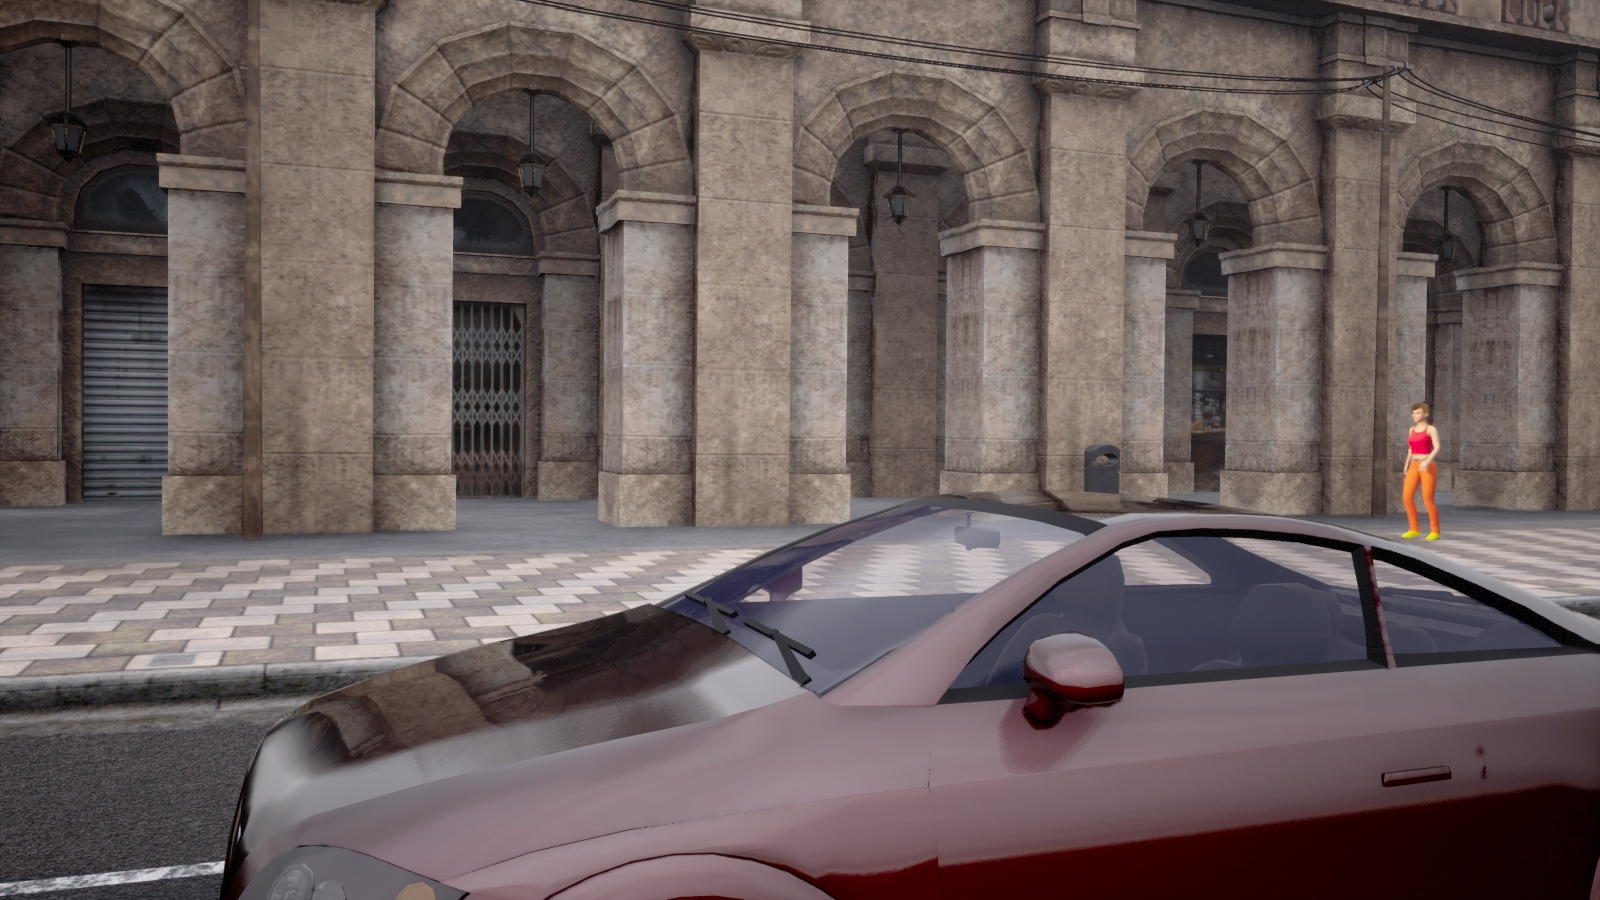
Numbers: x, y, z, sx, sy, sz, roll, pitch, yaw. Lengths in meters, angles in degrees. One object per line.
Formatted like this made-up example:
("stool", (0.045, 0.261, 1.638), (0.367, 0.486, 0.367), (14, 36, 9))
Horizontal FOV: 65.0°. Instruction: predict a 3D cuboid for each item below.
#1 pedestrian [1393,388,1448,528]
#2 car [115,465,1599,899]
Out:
("pedestrian", (8.268, 0.093, 16.732), (0.594, 1.836, 0.345), (-1, 1, -21))
("car", (0.623, 0.799, 3.482), (4.181, 1.385, 1.994), (-1, 1, -21))
